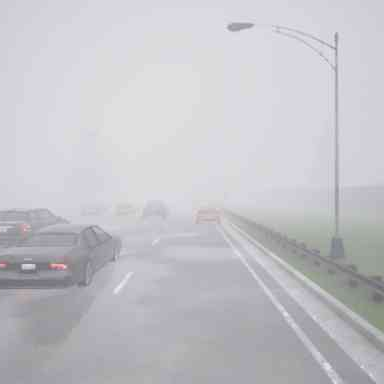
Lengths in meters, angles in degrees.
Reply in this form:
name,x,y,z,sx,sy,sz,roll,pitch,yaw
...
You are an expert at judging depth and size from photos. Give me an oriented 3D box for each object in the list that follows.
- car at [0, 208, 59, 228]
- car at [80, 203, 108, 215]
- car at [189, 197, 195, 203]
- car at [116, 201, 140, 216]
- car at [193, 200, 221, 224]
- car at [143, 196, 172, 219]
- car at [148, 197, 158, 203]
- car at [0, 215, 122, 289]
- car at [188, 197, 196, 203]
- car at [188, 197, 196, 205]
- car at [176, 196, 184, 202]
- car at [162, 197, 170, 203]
name,x,y,z,sx,sy,sz,roll,pitch,yaw
car,-6.900,1.454,14.298,2.097,1.767,4.553,0,0,0
car,-10.397,1.818,35.611,1.994,1.385,4.181,0,0,0
car,0.007,2.134,92.053,1.837,1.490,4.892,0,0,0
car,-6.897,1.736,36.252,1.882,1.535,5.008,0,0,0
car,1.227,1.669,26.841,1.882,1.535,5.008,0,0,0
car,-3.398,1.580,32.088,2.097,1.767,4.553,0,0,0
car,-10.493,2.161,90.803,2.128,1.511,4.902,0,0,0
car,-3.401,1.616,9.428,2.033,1.411,5.357,0,0,0
car,0.006,2.073,83.254,1.994,1.385,4.181,0,0,0
car,0.005,2.071,73.636,1.994,1.385,4.181,0,0,0
car,-3.493,2.158,92.053,1.812,1.442,4.674,0,0,0
car,-6.993,2.095,90.804,1.882,1.535,5.008,0,0,0
